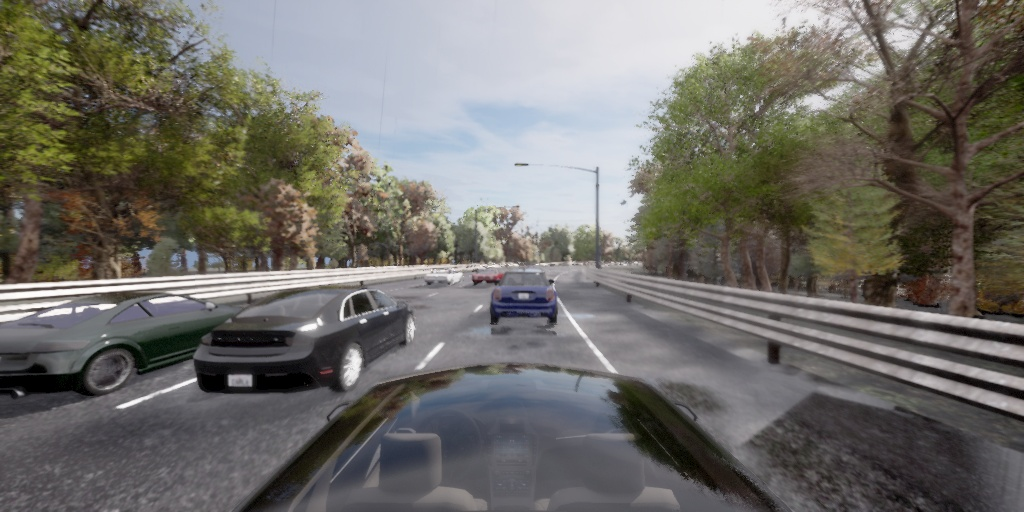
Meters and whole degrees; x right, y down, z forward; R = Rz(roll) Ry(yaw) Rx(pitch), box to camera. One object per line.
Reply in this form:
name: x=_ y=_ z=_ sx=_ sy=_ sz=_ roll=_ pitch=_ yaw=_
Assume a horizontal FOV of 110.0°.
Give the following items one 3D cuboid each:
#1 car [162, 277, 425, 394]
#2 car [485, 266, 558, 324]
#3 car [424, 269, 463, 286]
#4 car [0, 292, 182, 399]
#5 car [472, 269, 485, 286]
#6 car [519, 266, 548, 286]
car: x=-3.280 y=1.310 z=6.824 sx=1.837 sy=1.490 sz=4.892 roll=0 pitch=-1 yaw=1
car: x=0.450 y=1.237 z=12.745 sx=2.097 sy=1.767 sz=4.553 roll=0 pitch=-1 yaw=3
car: x=-5.332 y=1.650 z=28.623 sx=1.895 sy=1.301 sz=4.718 roll=0 pitch=-1 yaw=6
car: x=-6.782 y=1.359 z=6.678 sx=1.994 sy=1.385 sz=4.181 roll=0 pitch=-1 yaw=1
car: x=-1.814 y=1.666 z=28.620 sx=1.895 sy=1.301 sz=4.718 roll=0 pitch=-1 yaw=6
car: x=1.868 y=1.590 z=29.903 sx=2.128 sy=1.511 sz=4.902 roll=0 pitch=-1 yaw=6
